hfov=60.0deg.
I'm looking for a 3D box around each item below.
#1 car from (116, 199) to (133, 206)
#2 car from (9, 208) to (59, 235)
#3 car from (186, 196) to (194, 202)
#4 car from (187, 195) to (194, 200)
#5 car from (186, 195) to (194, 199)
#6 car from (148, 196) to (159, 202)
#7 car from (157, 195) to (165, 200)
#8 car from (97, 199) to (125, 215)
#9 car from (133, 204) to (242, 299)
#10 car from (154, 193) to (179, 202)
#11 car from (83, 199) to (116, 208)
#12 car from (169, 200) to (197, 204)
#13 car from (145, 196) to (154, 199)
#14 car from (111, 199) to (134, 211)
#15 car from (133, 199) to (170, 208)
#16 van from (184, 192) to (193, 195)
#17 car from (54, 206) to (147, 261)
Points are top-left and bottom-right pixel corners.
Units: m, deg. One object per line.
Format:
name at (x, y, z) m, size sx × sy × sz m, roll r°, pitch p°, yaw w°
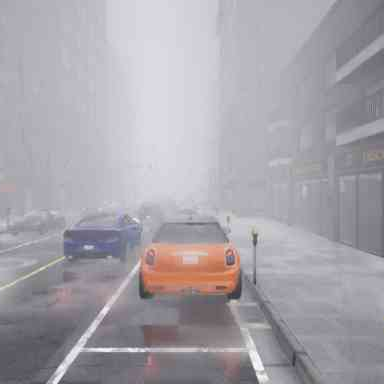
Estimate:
car at (-5.860, 1.525, 31.049) m, size 1.812 × 1.442 × 4.674 m, roll 0°, pitch 0°, yaw 0°
car at (-8.408, 1.582, 18.538) m, size 1.802 × 1.307 × 4.206 m, roll 0°, pitch 0°, yaw 0°
car at (-0.383, 1.579, 79.064) m, size 1.802 × 1.307 × 4.206 m, roll 0°, pitch 0°, yaw 0°
car at (-0.383, 1.575, 90.427) m, size 1.802 × 1.307 × 4.206 m, roll 0°, pitch 0°, yaw 0°
car at (-0.383, 1.440, 35.101) m, size 1.967 × 1.590 × 4.097 m, roll 0°, pitch 0°, yaw 0°
car at (-8.408, 1.543, 73.374) m, size 1.887 × 1.381 × 4.507 m, roll 0°, pitch 0°, yaw 0°
car at (-8.408, 1.519, 90.251) m, size 1.752 × 1.417 × 4.829 m, roll 0°, pitch 0°, yaw 0°
car at (-8.408, 1.525, 34.923) m, size 1.752 × 1.417 × 4.829 m, roll 0°, pitch 0°, yaw 0°
car at (-0.033, 1.353, 8.620) m, size 2.097 × 1.767 × 4.553 m, roll 0°, pitch 0°, yaw 0°
car at (-2.943, 1.352, 39.271) m, size 2.097 × 1.767 × 4.553 m, roll 0°, pitch 0°, yaw 0°
car at (-8.408, 1.440, 29.575) m, size 1.967 × 1.590 × 4.097 m, roll 0°, pitch 0°, yaw 0°
car at (-0.383, 1.551, 24.063) m, size 2.008 × 1.369 × 4.403 m, roll 0°, pitch 0°, yaw 0°
car at (-8.408, 1.549, 67.693) m, size 2.008 × 1.369 × 4.403 m, roll 0°, pitch 0°, yaw 0°
car at (-8.408, 1.551, 40.611) m, size 2.008 × 1.369 × 4.403 m, roll 0°, pitch 0°, yaw 0°
car at (-2.938, 1.502, 25.073) m, size 1.837 × 1.490 × 4.892 m, roll 0°, pitch -1°, yaw 0°
van at (-0.383, 1.339, 67.702) m, size 1.690 × 1.788 × 3.998 m, roll 0°, pitch 0°, yaw 0°
car at (-3.023, 1.477, 12.221) m, size 1.882 × 1.535 × 5.008 m, roll 0°, pitch 0°, yaw 0°
